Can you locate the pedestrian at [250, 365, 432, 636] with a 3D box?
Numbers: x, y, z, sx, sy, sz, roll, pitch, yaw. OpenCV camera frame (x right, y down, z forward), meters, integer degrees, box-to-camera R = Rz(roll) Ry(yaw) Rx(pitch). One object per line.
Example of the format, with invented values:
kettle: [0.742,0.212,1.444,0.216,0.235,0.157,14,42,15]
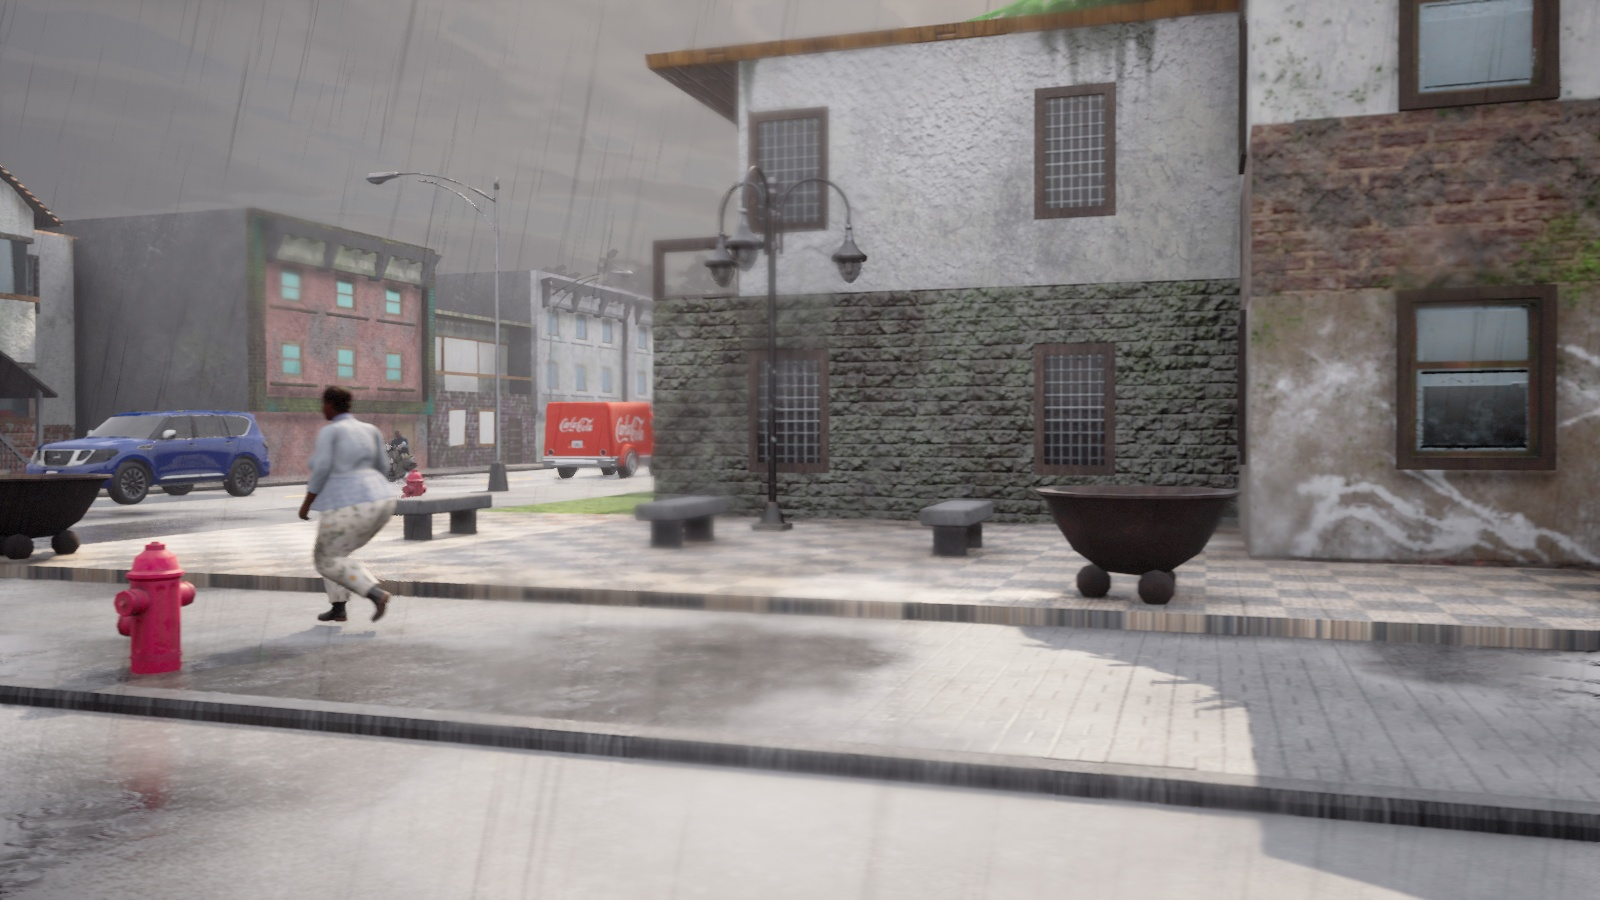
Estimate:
pedestrian: [-3.331,0.337,9.165,0.900,1.855,0.874,1,1,18]

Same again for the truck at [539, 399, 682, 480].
truck: [-6.129,-0.381,41.452,2.627,2.467,5.204,1,1,18]

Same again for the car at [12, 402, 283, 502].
car: [-14.553,-0.009,28.484,2.150,2.045,5.566,1,1,17]

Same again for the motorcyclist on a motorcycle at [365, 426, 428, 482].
motorcyclist on a motorcycle: [-11.827,0.101,36.871,0.866,1.590,1.817,1,1,18]
